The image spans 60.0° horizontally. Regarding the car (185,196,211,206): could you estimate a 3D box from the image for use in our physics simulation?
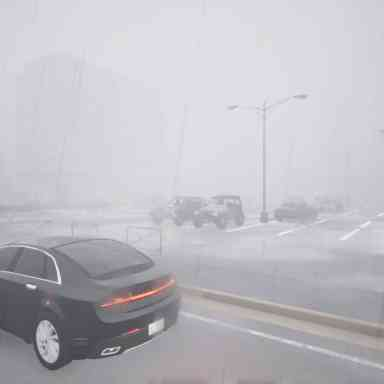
[{"bbox_3d":[1.086,1.478,55.678,1.882,1.535,5.008,0,0,34],"label":"car"}]

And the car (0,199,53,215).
[{"bbox_3d":[-17.472,1.601,34.747,1.895,1.301,4.718,0,0,34],"label":"car"}]

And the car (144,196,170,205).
[{"bbox_3d":[-6.024,1.526,57.926,1.812,1.442,4.674,0,0,35],"label":"car"}]

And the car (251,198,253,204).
[{"bbox_3d":[9.875,1.505,62.459,1.837,1.490,4.892,0,0,34],"label":"car"}]

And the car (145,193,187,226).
[{"bbox_3d":[-0.635,1.153,21.887,1.932,1.855,4.605,0,0,34],"label":"car"}]

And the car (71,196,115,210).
[{"bbox_3d":[-12.470,1.526,42.157,1.812,1.442,4.674,0,0,34],"label":"car"}]

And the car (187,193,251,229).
[{"bbox_3d":[1.729,1.156,20.217,1.905,1.878,3.866,0,0,34],"label":"car"}]

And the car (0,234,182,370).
[{"bbox_3d":[-2.435,1.505,5.739,4.892,1.490,1.837,0,0,36],"label":"car"}]

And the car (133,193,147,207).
[{"bbox_3d":[-6.582,1.221,50.867,2.150,2.045,5.566,0,0,34],"label":"car"}]

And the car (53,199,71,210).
[{"bbox_3d":[-17.143,1.547,41.500,2.033,1.411,5.357,0,0,34],"label":"car"}]

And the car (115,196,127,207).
[{"bbox_3d":[-11.805,1.352,49.417,2.097,1.767,4.553,0,0,34],"label":"car"}]

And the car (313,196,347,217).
[{"bbox_3d":[13.778,1.395,33.149,1.970,1.475,3.806,0,0,34],"label":"car"}]

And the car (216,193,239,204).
[{"bbox_3d":[6.885,1.221,64.256,2.150,2.045,5.566,0,0,34],"label":"car"}]
